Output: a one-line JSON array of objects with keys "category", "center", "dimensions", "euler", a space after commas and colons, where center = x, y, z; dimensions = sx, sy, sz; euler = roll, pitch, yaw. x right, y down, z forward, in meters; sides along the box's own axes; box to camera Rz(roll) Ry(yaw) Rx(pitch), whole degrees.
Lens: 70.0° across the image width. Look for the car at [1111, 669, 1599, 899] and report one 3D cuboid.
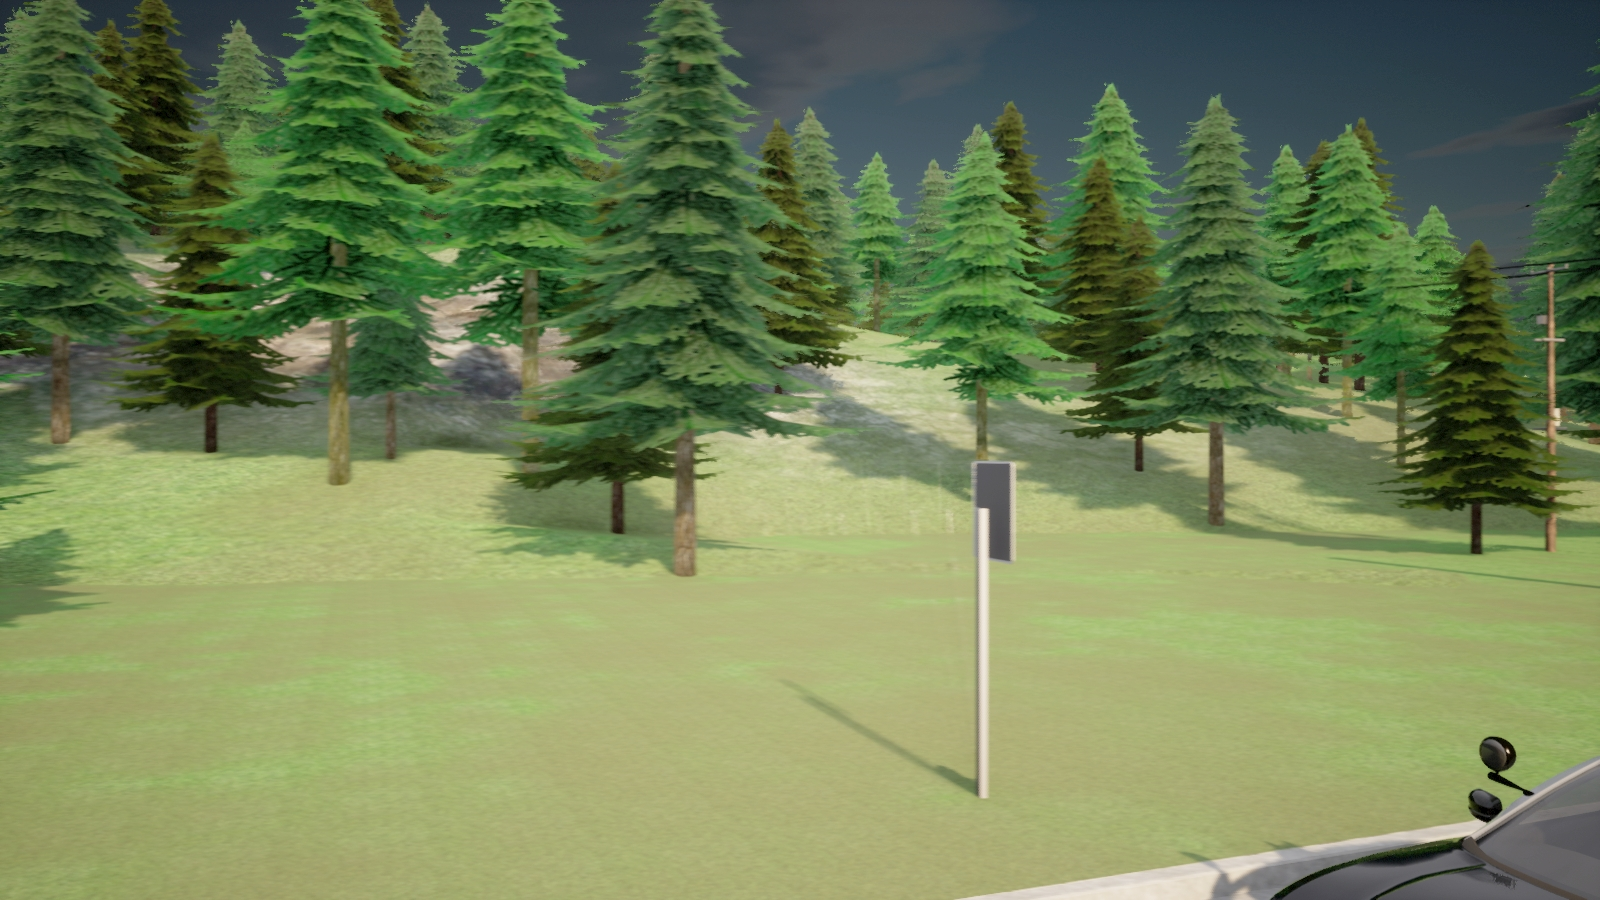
[{"category": "car", "center": [4.189, 1.982, 4.926], "dimensions": [5.238, 1.638, 2.097], "euler": [0, 0, -20]}]
